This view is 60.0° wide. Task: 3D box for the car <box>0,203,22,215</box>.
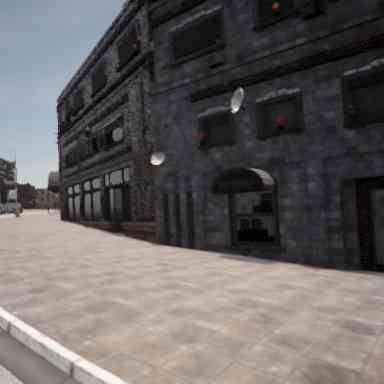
[{"bbox_3d":[-31.176,2.886,57.485,2.150,2.045,5.566,-2,-1,-12],"label":"car"}]
